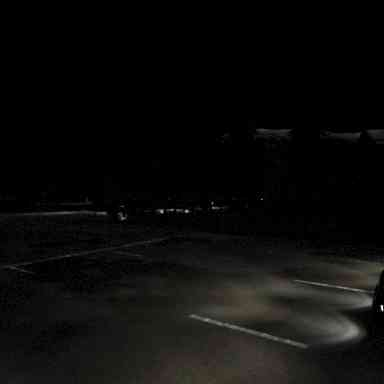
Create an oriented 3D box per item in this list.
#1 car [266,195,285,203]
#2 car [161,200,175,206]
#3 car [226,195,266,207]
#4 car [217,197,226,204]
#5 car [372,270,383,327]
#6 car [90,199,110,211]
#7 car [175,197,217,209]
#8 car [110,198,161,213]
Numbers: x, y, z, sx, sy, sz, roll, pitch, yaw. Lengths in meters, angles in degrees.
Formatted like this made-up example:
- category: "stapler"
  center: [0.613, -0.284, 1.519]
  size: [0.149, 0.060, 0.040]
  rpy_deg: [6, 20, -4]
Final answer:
- category: "car"
  center: [12.727, 1.278, 55.858]
  size: [4.553, 1.767, 2.097]
  rpy_deg: [0, 0, -28]
- category: "car"
  center: [-2.785, 1.425, 44.691]
  size: [4.674, 1.442, 1.812]
  rpy_deg: [0, 0, -42]
- category: "car"
  center: [7.948, 1.419, 48.737]
  size: [4.902, 1.511, 2.128]
  rpy_deg: [0, 0, -35]
- category: "car"
  center: [4.615, 1.458, 50.789]
  size: [5.357, 1.411, 2.033]
  rpy_deg: [0, 0, -37]
- category: "car"
  center: [5.100, 1.352, 4.608]
  size: [4.553, 1.767, 2.097]
  rpy_deg: [0, 0, 36]
- category: "car"
  center: [-9.239, 1.494, 38.316]
  size: [1.895, 1.301, 4.718]
  rpy_deg: [0, 0, 43]
- category: "car"
  center: [0.567, 1.421, 43.002]
  size: [4.892, 1.490, 1.837]
  rpy_deg: [0, 0, -41]
- category: "car"
  center: [-6.080, 1.414, 36.510]
  size: [1.837, 1.490, 4.892]
  rpy_deg: [0, 0, 43]
